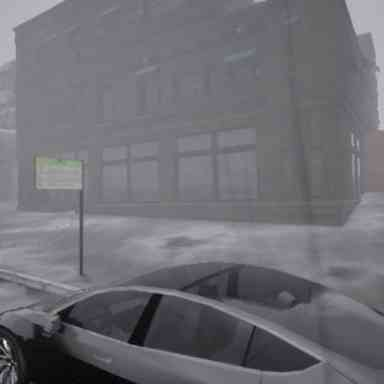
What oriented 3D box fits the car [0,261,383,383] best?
[{"bbox_3d":[-0.184,1.509,3.475,4.792,1.488,2.163,0,0,36],"label":"car"}]
